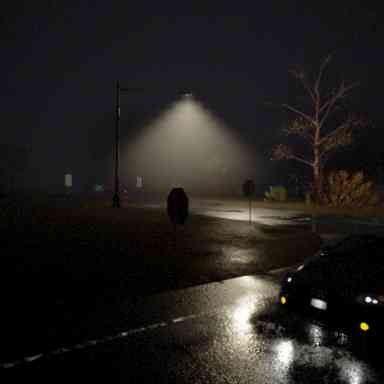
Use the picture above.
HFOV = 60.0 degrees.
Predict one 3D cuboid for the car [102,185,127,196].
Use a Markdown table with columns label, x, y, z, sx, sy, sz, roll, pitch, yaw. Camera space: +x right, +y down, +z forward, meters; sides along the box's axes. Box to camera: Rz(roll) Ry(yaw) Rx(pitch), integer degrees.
| label | x | y | z | sx | sy | sz | roll | pitch | yaw |
| --- | --- | --- | --- | --- | --- | --- | --- | --- | --- |
| car | -11.855 | -0.118 | 51.713 | 1.895 | 1.301 | 4.718 | 0 | 2 | -36 |

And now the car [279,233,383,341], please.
| label | x | y | z | sx | sy | sz | roll | pitch | yaw |
| --- | --- | --- | --- | --- | --- | --- | --- | --- | --- |
| car | 3.637 | 1.553 | 6.454 | 4.181 | 1.385 | 1.994 | -2 | 1 | -35 |

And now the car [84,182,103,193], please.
| label | x | y | z | sx | sy | sz | roll | pitch | yaw |
| --- | --- | --- | --- | --- | --- | --- | --- | --- | --- |
| car | -17.668 | -0.819 | 59.839 | 2.150 | 2.045 | 5.566 | 0 | 2 | -36 |
